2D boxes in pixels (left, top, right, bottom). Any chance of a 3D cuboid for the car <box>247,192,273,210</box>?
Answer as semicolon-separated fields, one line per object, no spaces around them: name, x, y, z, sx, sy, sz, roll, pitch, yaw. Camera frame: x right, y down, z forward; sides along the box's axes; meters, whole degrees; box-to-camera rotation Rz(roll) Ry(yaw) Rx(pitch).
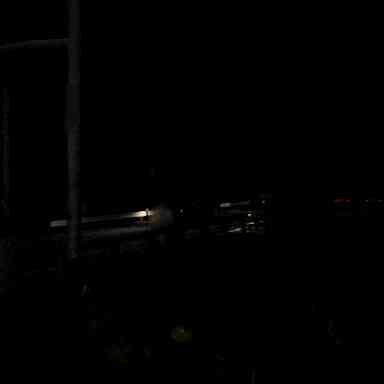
car;6.993;0.779;30.623;1.882;1.535;5.008;0;1;42

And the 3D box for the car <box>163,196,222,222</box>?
car;0.117;1.091;22.924;2.128;1.511;4.902;0;3;41
